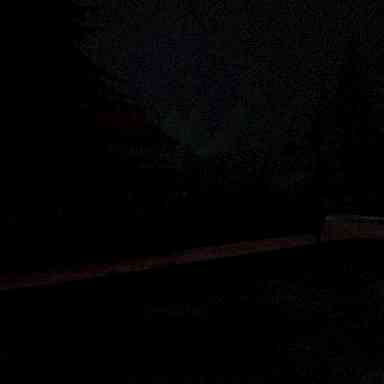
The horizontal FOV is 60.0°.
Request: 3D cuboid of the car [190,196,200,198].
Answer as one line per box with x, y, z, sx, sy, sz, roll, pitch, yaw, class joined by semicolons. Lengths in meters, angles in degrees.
0.318;1.316;40.499;1.882;1.535;5.008;0;0;-36;car
